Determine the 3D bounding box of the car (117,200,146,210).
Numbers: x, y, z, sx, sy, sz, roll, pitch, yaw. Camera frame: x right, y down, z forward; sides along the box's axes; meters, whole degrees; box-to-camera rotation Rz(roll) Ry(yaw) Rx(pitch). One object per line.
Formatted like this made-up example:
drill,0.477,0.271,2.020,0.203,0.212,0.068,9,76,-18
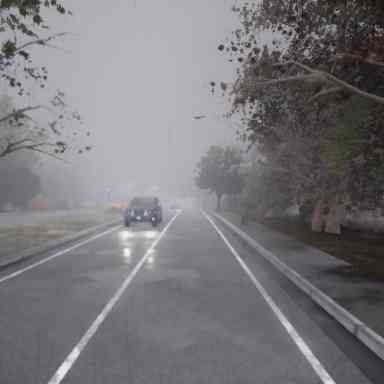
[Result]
car,-10.458,2.241,57.863,4.553,1.767,2.185,0,-2,0

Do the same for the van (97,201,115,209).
van,-23.665,3.561,91.258,4.442,1.987,1.878,0,-3,0

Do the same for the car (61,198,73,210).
car,-23.531,1.988,55.299,5.566,2.045,2.435,0,-2,0

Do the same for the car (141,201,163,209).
car,-10.493,3.395,88.359,5.566,2.045,2.435,0,-3,0

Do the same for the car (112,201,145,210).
car,-10.430,2.259,55.083,5.008,1.535,2.097,0,-2,0

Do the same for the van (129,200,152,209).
van,-10.557,2.599,68.957,4.442,1.987,1.878,0,-2,0

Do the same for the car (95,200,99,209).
car,-23.519,2.921,71.893,5.008,1.535,2.097,0,-2,0

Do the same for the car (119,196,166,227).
car,-3.386,1.327,24.031,2.150,2.045,5.566,0,-1,0

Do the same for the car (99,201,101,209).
car,-23.522,3.037,74.661,4.892,1.521,2.231,0,-2,0

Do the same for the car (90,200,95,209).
car,-23.516,2.800,69.000,5.008,1.535,2.097,0,-2,0

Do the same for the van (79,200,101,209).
van,-23.648,2.925,77.438,4.442,1.987,1.878,0,-2,0

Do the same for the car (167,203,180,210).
car,-3.367,2.815,65.793,1.895,1.301,4.718,0,-2,0

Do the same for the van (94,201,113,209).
van,-23.428,3.394,88.360,4.442,1.987,1.878,0,-3,0

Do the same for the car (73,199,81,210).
car,-23.504,2.462,60.821,4.892,1.521,2.231,0,-2,0

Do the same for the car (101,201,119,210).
car,-10.231,2.066,49.546,5.366,1.575,1.946,0,-2,0

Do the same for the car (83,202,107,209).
car,-23.350,3.263,80.198,5.366,1.575,1.946,0,-2,0

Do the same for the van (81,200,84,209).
van,-23.630,2.350,63.599,4.442,1.987,1.878,0,-2,0

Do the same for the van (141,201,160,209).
van,-10.341,3.176,82.827,4.442,1.987,1.878,0,-2,0

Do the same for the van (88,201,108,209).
van,-23.421,3.155,82.973,4.442,1.987,1.878,0,-2,0

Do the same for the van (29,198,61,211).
van,-23.617,1.910,52.408,4.442,1.987,1.878,0,-2,0

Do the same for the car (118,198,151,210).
car,-10.402,2.228,60.638,5.566,2.045,2.435,0,-2,0

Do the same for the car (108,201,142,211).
car,-10.425,2.161,52.313,4.892,1.521,2.231,0,-2,0

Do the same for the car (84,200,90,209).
car,-23.486,2.565,66.362,4.553,1.767,2.185,0,-2,0
